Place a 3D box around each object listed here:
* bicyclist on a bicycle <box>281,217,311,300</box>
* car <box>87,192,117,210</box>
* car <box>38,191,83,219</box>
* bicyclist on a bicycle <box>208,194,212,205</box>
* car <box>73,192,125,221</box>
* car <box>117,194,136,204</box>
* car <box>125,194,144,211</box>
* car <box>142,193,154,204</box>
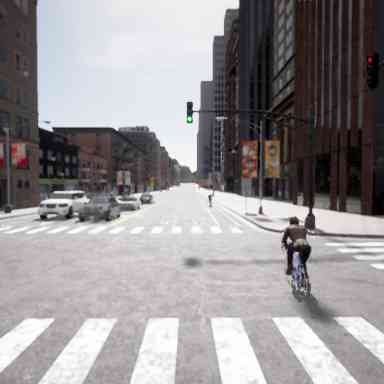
[{"bbox_3d":[2.252,1.373,7.203,0.582,1.620,1.656,0,0,0],"label":"bicyclist on a bicycle"},{"bbox_3d":[-9.853,0.945,36.716,2.097,1.767,4.553,0,1,0],"label":"car"},{"bbox_3d":[-9.861,0.932,25.934,2.150,2.045,5.566,0,1,0],"label":"car"},{"bbox_3d":[2.239,0.993,41.259,0.582,1.620,1.656,0,0,0],"label":"bicyclist on a bicycle"},{"bbox_3d":[-6.604,1.082,24.179,2.097,1.767,4.553,0,1,0],"label":"car"},{"bbox_3d":[-9.842,1.037,50.377,1.895,1.301,4.718,0,1,0],"label":"car"},{"bbox_3d":[-6.605,1.216,34.568,1.895,1.301,4.718,0,1,0],"label":"car"},{"bbox_3d":[-6.599,0.963,48.086,1.837,1.490,4.892,0,2,0],"label":"car"}]
